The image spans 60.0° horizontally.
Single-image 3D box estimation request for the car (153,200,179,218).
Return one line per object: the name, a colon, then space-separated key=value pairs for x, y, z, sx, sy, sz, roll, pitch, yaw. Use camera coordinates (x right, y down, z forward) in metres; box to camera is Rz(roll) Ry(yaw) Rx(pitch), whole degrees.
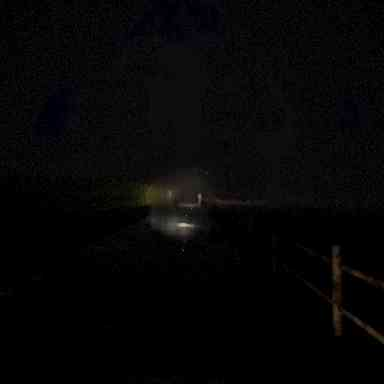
car: x=-2.772 y=1.645 z=34.158 sx=2.097 sy=1.767 sz=4.553 roll=0 pitch=0 yaw=0
